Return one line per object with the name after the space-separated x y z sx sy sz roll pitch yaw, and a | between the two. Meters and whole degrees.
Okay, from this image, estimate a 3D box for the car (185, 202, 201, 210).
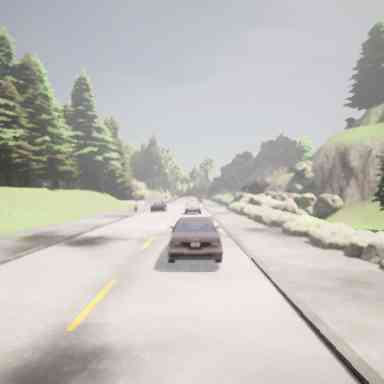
0.085 1.847 39.495 1.895 1.301 4.718 0 0 0 | car

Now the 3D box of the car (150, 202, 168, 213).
-4.103 1.860 41.677 1.895 1.301 4.718 0 0 0 | car

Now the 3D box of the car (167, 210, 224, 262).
0.102 1.625 12.352 2.033 1.411 5.357 0 0 0 | car
